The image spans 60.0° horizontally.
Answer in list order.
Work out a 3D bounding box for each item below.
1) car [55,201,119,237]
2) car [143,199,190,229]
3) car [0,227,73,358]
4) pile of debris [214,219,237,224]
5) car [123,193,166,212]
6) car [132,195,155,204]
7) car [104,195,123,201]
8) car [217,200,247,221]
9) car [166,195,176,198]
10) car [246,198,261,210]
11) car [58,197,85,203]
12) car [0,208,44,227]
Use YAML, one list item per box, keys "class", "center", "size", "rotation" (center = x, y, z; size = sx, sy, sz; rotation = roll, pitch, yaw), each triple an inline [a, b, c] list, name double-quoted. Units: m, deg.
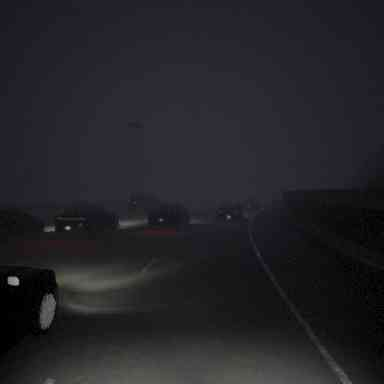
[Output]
- class: "car"
  center: [-5.500, 1.463, 17.989]
  size: [2.128, 1.511, 4.902]
  rotation: [0, 0, 7]
- class: "car"
  center: [-1.396, 1.453, 21.691]
  size: [1.882, 1.535, 5.008]
  rotation: [0, 0, 9]
- class: "car"
  center: [-3.241, 1.468, 3.656]
  size: [1.882, 1.535, 5.008]
  rotation: [0, 0, 1]
- class: "pile of debris"
  center: [2.492, 2.155, 24.543]
  size: [1.500, 0.140, 1.860]
  rotation: [0, 0, 11]
- class: "car"
  center: [-5.157, 1.175, 36.937]
  size: [2.150, 2.045, 5.566]
  rotation: [0, 0, 15]
- class: "car"
  center: [-9.578, 1.441, 65.574]
  size: [2.128, 1.511, 4.902]
  rotation: [0, 0, 25]
- class: "car"
  center: [-14.586, 1.398, 62.950]
  size: [2.128, 1.511, 4.902]
  rotation: [0, 0, 24]
- class: "car"
  center: [3.248, 1.578, 27.324]
  size: [1.895, 1.301, 4.718]
  rotation: [0, 0, 12]
- class: "car"
  center: [-4.798, 1.427, 67.402]
  size: [2.128, 1.511, 4.902]
  rotation: [0, 0, 27]
- class: "car"
  center: [7.575, 1.496, 42.395]
  size: [1.812, 1.442, 4.674]
  rotation: [0, 0, 19]
- class: "car"
  center: [-20.719, 1.506, 57.227]
  size: [1.895, 1.301, 4.718]
  rotation: [0, 0, 21]
- class: "car"
  center: [-9.232, 1.492, 16.379]
  size: [1.812, 1.442, 4.674]
  rotation: [0, 0, 7]
